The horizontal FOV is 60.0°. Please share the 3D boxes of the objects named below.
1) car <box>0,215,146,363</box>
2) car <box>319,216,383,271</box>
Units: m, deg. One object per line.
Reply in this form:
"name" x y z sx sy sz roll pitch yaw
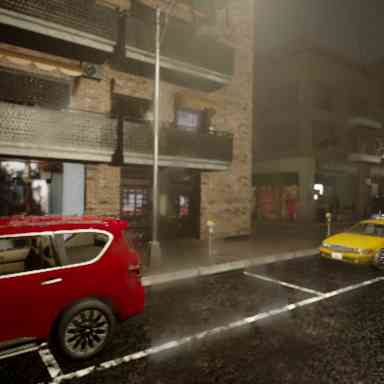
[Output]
"car" -3.027 1.316 4.376 5.009 1.841 2.192 0 1 -35
"car" 6.110 1.497 10.899 4.829 1.417 1.752 0 1 -35
